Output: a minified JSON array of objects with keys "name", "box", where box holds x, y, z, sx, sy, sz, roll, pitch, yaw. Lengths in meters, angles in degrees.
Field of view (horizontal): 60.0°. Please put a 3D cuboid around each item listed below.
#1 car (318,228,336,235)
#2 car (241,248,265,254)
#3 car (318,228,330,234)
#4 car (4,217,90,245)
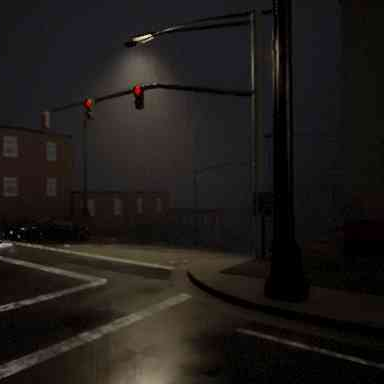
[{"name":"car","box":[32.889,9.526,80.990,1.853,1.218,4.536,0,0,-11]},{"name":"car","box":[7.225,7.259,38.285,2.128,1.511,4.902,-1,-21,34]},{"name":"car","box":[32.900,9.683,80.938,2.038,1.542,4.974,0,0,-11]},{"name":"car","box":[-7.522,2.014,17.636,1.994,1.385,4.181,-1,-8,36]}]
